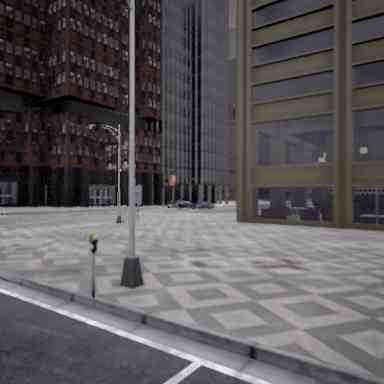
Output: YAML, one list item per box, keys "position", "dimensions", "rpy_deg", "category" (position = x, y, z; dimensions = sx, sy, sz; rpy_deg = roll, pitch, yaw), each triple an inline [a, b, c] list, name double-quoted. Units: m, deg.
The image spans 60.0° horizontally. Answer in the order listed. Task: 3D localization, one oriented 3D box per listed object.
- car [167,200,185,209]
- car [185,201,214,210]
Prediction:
- position: [-2.239, 2.116, 55.923]
  dimensions: [2.128, 1.511, 4.902]
  rpy_deg: [0, -1, 36]
  category: "car"
- position: [1.684, 2.212, 55.808]
  dimensions: [2.033, 1.411, 5.357]
  rpy_deg: [0, -1, 36]
  category: "car"
